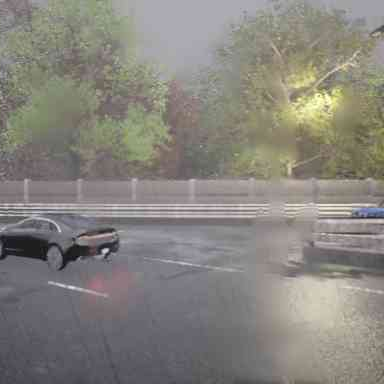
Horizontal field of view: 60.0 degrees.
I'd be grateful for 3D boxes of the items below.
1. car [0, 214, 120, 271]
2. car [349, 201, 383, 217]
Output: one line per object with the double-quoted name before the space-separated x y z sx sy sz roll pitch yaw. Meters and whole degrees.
"car" -4.546 1.459 10.712 4.902 1.511 2.128 0 0 31
"car" 10.577 1.152 16.270 5.566 2.045 2.150 0 0 -1
